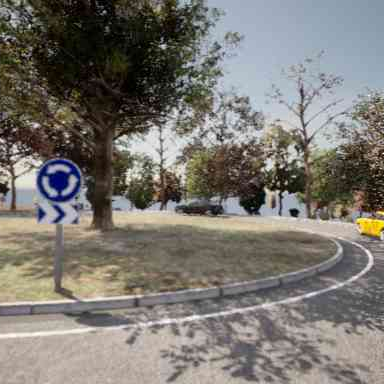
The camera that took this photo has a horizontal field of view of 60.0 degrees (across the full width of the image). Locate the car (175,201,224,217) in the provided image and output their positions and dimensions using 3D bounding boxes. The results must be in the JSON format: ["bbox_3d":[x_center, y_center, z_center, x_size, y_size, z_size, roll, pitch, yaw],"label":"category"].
[{"bbox_3d":[0.679,1.613,33.253,5.008,1.535,1.882,1,-1,26],"label":"car"}]

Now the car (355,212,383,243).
[{"bbox_3d":[10.558,1.789,17.835,1.882,1.535,5.008,2,0,5],"label":"car"}]
